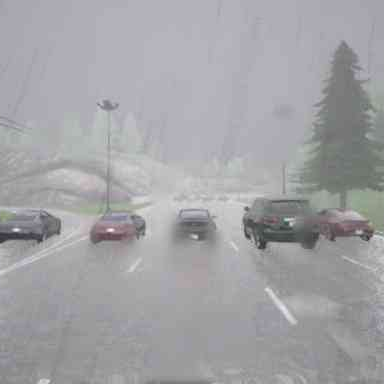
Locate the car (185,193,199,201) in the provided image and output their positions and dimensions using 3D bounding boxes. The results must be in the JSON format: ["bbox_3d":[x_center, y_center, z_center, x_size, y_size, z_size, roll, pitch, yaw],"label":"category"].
[{"bbox_3d":[0.039,1.523,79.829,1.812,1.442,4.674,0,0,2],"label":"car"}]

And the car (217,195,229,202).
[{"bbox_3d":[7.026,1.551,79.072,1.994,1.385,4.181,0,0,2],"label":"car"}]

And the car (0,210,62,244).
[{"bbox_3d":[-7.677,1.564,16.024,1.994,1.385,4.181,0,0,-8],"label":"car"}]

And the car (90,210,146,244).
[{"bbox_3d":[-3.403,1.564,15.944,1.994,1.385,4.181,0,0,0],"label":"car"}]

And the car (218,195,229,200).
[{"bbox_3d":[8.493,1.493,88.933,2.033,1.411,5.357,0,0,17],"label":"car"}]

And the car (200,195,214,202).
[{"bbox_3d":[3.520,1.536,78.627,2.033,1.411,5.357,0,0,2],"label":"car"}]

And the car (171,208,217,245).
[{"bbox_3d":[0.098,1.505,15.433,1.837,1.490,4.892,0,0,0],"label":"car"}]

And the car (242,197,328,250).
[{"bbox_3d":[3.599,1.222,14.425,2.150,2.045,5.566,0,0,0],"label":"car"}]

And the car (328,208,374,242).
[{"bbox_3d":[7.088,1.526,16.414,1.812,1.442,4.674,0,0,0],"label":"car"}]

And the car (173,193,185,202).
[{"bbox_3d":[-3.467,1.538,79.442,2.033,1.411,5.357,0,0,2],"label":"car"}]
